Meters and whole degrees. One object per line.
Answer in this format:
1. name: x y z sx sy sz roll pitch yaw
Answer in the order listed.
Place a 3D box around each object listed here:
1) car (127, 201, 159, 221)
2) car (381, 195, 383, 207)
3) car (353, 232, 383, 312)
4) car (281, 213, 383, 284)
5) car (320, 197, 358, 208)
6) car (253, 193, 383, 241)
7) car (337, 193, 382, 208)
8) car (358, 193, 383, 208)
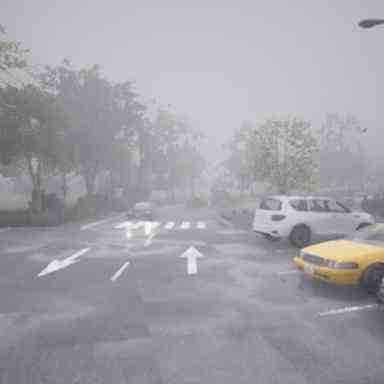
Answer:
1. car: -3.846 1.475 26.880 1.812 1.442 4.674 0 0 4
2. car: 30.019 1.290 47.942 2.185 1.767 4.553 1 -1 -22
3. car: 5.379 1.515 5.602 4.674 1.452 2.002 1 0 -20
4. car: 5.196 1.464 8.543 5.366 1.575 1.946 1 0 -20
5. car: 20.940 1.440 47.693 2.163 1.488 4.792 0 -1 -21
6. car: 5.384 1.207 14.636 5.566 2.045 2.435 1 0 -20
7. car: 23.963 1.161 47.775 2.435 2.045 5.566 0 -1 -21
8. car: 27.024 1.162 47.813 2.435 2.045 5.566 1 -1 -22
